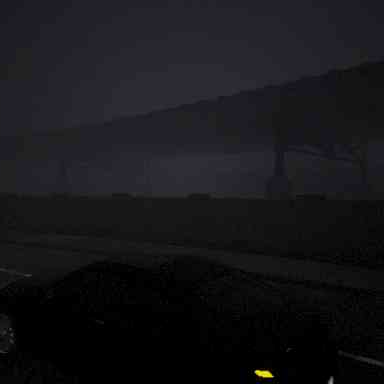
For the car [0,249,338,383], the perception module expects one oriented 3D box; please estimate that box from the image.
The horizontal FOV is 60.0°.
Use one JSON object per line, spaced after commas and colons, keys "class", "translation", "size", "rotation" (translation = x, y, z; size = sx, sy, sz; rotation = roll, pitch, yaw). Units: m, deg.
{"class": "car", "translation": [-0.688, 1.485, 4.240], "size": [4.674, 1.442, 1.812], "rotation": [1, 0, 34]}
